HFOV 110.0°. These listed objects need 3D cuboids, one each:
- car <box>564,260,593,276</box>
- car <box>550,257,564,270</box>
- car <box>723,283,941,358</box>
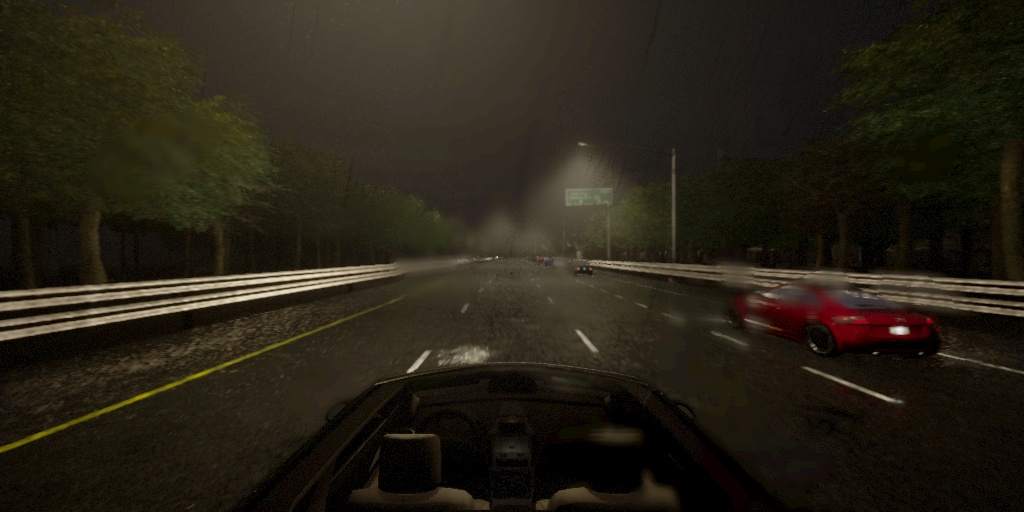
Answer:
[{"bbox_3d":[7.060,1.288,37.401,2.033,1.411,5.357,0,0,0],"label":"car"},{"bbox_3d":[7.113,1.253,52.399,1.812,1.442,4.674,0,0,0],"label":"car"},{"bbox_3d":[7.002,1.318,8.484,1.994,1.385,4.181,0,0,0],"label":"car"}]
